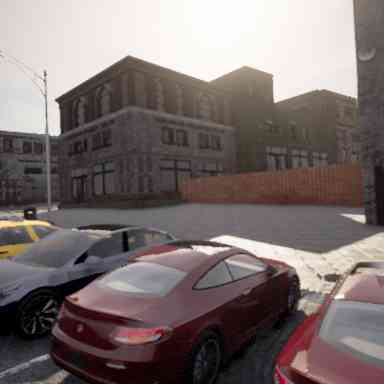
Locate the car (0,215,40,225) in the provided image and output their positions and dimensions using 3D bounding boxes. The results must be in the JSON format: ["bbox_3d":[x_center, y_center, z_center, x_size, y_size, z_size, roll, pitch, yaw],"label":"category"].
[{"bbox_3d":[-4.247,1.384,8.578,1.946,1.575,5.366,1,0,36],"label":"car"}]

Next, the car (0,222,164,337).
[{"bbox_3d":[-2.100,1.447,6.782,2.163,1.488,4.792,1,0,35],"label":"car"}]

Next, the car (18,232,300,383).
[{"bbox_3d":[0.186,1.489,5.183,2.002,1.452,4.674,1,0,36],"label":"car"}]
